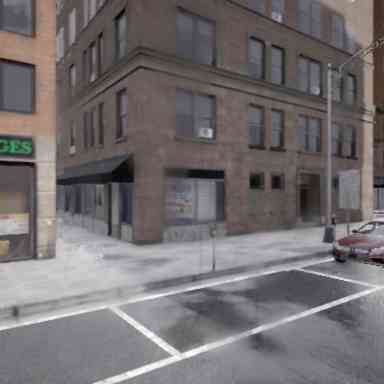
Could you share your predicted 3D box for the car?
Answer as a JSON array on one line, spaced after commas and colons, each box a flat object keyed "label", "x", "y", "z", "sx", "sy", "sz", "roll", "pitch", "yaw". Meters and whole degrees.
[{"label": "car", "x": 6.249, "y": 1.571, "z": 10.645, "sx": 4.206, "sy": 1.307, "sz": 1.802, "roll": 0, "pitch": 0, "yaw": -36}]
